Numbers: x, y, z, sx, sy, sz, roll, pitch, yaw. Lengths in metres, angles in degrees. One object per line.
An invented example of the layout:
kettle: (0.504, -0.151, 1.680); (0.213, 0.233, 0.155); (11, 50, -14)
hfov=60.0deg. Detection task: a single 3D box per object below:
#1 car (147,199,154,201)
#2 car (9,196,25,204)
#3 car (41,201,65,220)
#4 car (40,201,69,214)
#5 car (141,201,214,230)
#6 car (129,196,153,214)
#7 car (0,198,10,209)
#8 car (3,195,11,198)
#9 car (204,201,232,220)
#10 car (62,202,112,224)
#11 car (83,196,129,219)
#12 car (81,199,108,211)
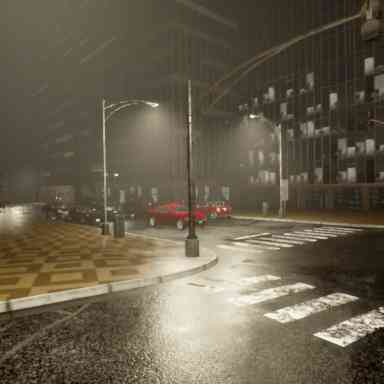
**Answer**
car: (-2.285, 1.642, 32.613); (1.802, 1.307, 4.206); (-2, 1, -41)
car: (-39.267, 1.941, 75.325); (1.947, 1.339, 4.313); (-2, 1, -41)
car: (-12.364, 1.705, 31.435); (1.967, 1.590, 4.097); (-2, 1, -41)
car: (-16.852, 1.831, 40.622); (1.994, 1.385, 4.181); (-2, 1, -41)
car: (-1.104, 1.608, 22.395); (1.882, 1.535, 5.008); (-2, 1, -41)
car: (-5.990, 1.407, 36.878); (2.192, 1.841, 5.009); (-2, 1, -41)
car: (-30.821, 2.005, 52.765); (1.802, 1.307, 4.206); (-2, 1, -41)
car: (-42.965, 1.950, 79.597); (1.887, 1.381, 4.507); (-2, 1, -41)
car: (1.411, 1.468, 28.341); (1.967, 1.590, 4.097); (-2, 1, -41)
car: (-8.669, 1.798, 27.171); (1.947, 1.339, 4.313); (-2, 1, -41)
car: (-8.404, 1.416, 30.824); (2.150, 2.045, 5.566); (-2, 1, -41)
car: (-13.380, 1.722, 45.426); (1.947, 1.339, 4.313); (-2, 1, -41)
